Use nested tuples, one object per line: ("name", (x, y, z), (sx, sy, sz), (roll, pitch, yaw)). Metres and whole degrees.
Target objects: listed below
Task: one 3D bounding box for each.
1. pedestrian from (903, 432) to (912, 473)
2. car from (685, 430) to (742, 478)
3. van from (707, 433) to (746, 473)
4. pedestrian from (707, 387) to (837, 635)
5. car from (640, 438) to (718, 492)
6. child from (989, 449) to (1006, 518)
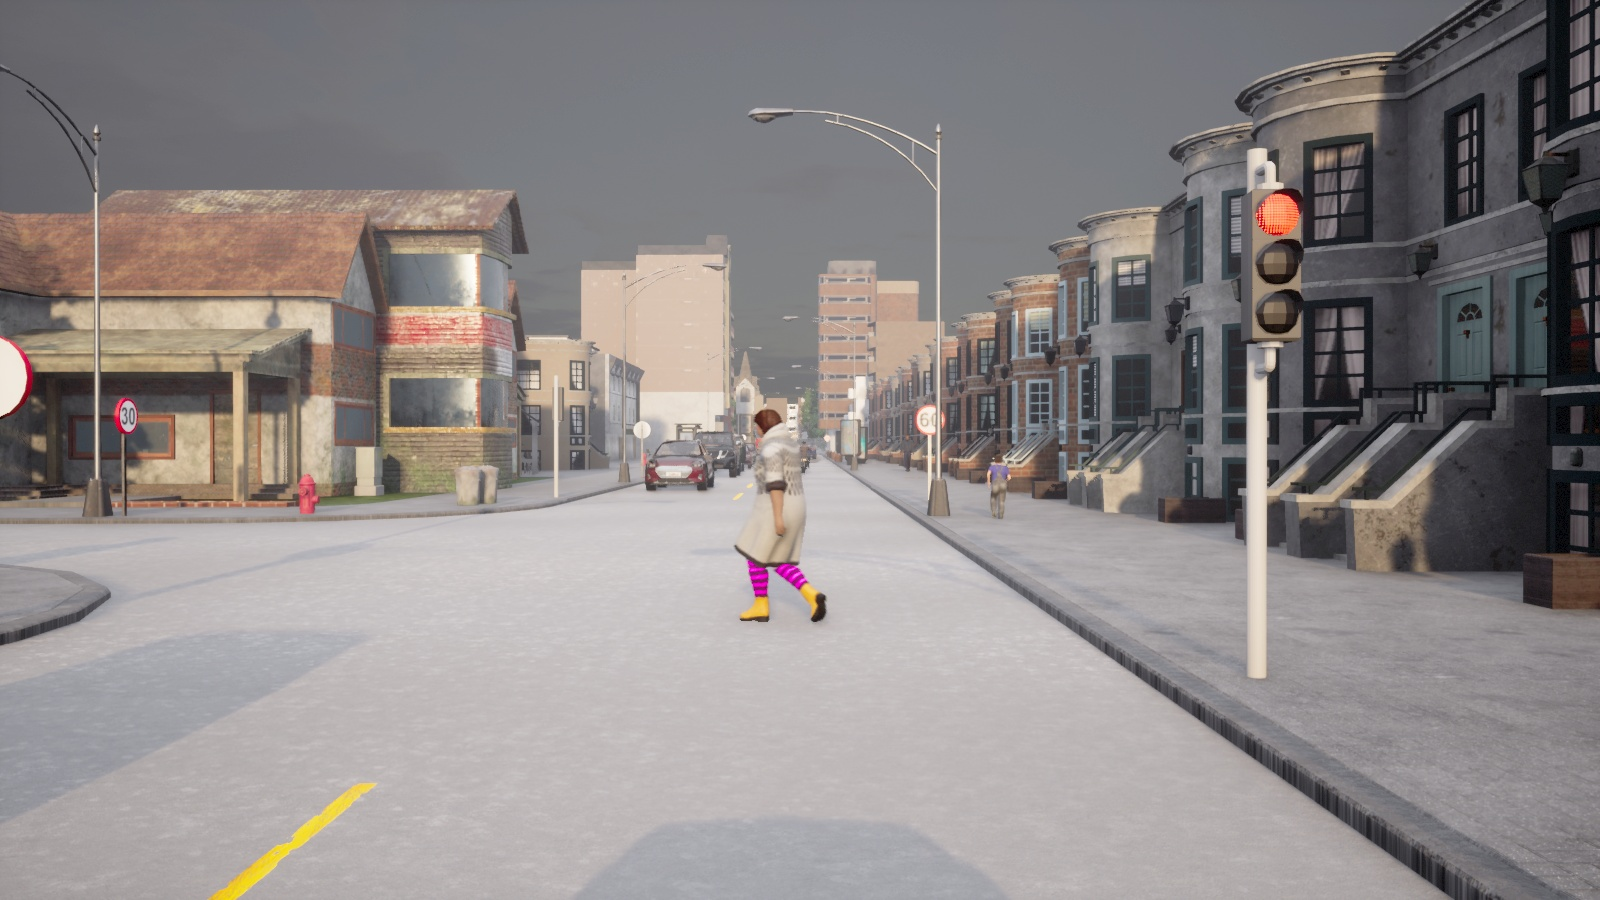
("pedestrian", (5.098, 0.124, 59.588), (0.423, 1.949, 0.788), (0, 0, 4))
("car", (-3.803, 0.147, 55.891), (2.150, 2.045, 5.566), (0, 0, 0))
("van", (-3.767, 0.128, 65.187), (1.775, 1.987, 4.442), (0, 0, 0))
("pedestrian", (-0.228, 0.480, 10.399), (0.873, 1.952, 0.659), (0, 0, 26))
("car", (-3.853, 0.443, 40.826), (2.033, 1.649, 4.856), (0, 0, 0))
("child", (3.633, 0.609, 23.108), (0.270, 1.263, 0.437), (0, 0, 5))
